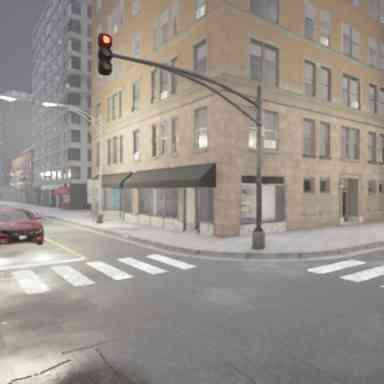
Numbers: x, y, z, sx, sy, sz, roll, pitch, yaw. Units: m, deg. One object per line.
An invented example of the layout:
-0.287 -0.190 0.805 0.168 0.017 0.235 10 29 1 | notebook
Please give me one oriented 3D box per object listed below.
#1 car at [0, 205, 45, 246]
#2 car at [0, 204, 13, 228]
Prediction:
-8.112 1.507 15.117 1.882 1.535 5.008 0 0 -36 | car
-13.826 1.611 23.120 1.994 1.385 4.181 0 0 -35 | car
